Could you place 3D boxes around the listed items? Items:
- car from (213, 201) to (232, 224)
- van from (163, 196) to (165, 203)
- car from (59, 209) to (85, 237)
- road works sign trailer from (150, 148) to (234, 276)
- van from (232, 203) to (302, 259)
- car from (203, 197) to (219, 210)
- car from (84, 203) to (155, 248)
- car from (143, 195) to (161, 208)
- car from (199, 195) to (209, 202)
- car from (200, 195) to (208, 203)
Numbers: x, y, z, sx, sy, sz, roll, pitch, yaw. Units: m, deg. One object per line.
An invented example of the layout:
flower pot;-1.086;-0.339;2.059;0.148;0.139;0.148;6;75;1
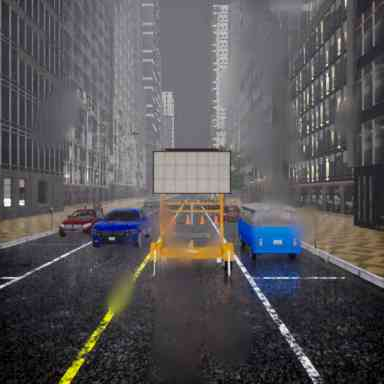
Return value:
car;2.685;1.577;23.653;1.802;1.307;4.206;0;0;0
van;-5.701;1.318;57.810;1.690;1.788;3.998;0;0;0
car;-5.695;1.578;17.962;1.802;1.307;4.206;0;0;0
road works sign trailer;-0.002;0.462;10.287;2.380;3.560;2.880;0;0;0
van;2.687;1.339;12.269;1.690;1.788;3.998;0;0;0
car;2.682;1.573;40.731;1.802;1.307;4.206;0;0;0
car;-3.004;1.475;14.958;1.882;1.535;5.008;0;0;0
car;-5.700;1.539;46.425;2.008;1.369;4.403;0;0;0
car;2.676;1.387;74.885;1.967;1.590;4.097;0;0;0
car;2.680;1.534;52.116;2.008;1.369;4.403;0;0;0
